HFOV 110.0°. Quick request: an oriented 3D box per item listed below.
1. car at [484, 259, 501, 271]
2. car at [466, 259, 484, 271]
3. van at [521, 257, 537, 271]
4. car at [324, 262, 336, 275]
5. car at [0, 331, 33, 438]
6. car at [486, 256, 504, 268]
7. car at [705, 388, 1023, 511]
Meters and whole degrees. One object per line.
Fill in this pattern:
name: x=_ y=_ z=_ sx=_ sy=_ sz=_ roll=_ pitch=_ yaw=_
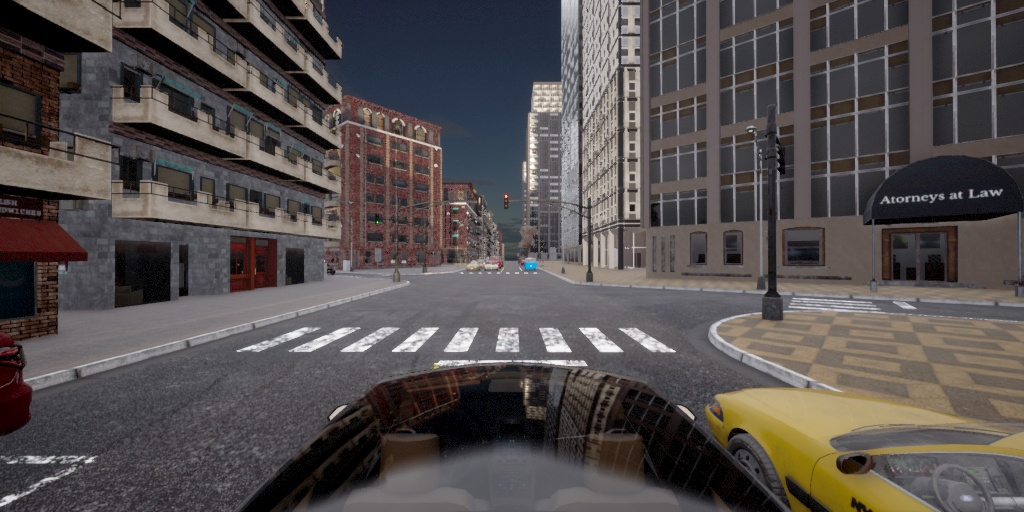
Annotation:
car: x=-2.865 y=1.396 z=50.205 sx=1.895 sy=1.301 sz=4.718 roll=0 pitch=0 yaw=-2
car: x=-5.331 y=1.320 z=49.921 sx=1.751 sy=1.417 sz=4.829 roll=0 pitch=0 yaw=0
van: x=2.549 y=1.136 z=50.094 sx=1.690 sy=1.789 sz=3.998 roll=0 pitch=0 yaw=0
car: x=-22.364 y=1.456 z=41.791 sx=4.892 sy=1.490 sz=1.837 roll=-1 pitch=-1 yaw=41
car: x=-5.314 y=1.065 z=1.092 sx=2.192 sy=1.841 sz=5.009 roll=0 pitch=0 yaw=0
car: x=-2.851 y=1.038 z=59.713 sx=2.150 sy=2.045 sz=5.566 roll=0 pitch=0 yaw=0
car: x=2.566 y=1.275 z=1.271 sx=1.751 sy=1.417 sz=4.829 roll=0 pitch=0 yaw=0
